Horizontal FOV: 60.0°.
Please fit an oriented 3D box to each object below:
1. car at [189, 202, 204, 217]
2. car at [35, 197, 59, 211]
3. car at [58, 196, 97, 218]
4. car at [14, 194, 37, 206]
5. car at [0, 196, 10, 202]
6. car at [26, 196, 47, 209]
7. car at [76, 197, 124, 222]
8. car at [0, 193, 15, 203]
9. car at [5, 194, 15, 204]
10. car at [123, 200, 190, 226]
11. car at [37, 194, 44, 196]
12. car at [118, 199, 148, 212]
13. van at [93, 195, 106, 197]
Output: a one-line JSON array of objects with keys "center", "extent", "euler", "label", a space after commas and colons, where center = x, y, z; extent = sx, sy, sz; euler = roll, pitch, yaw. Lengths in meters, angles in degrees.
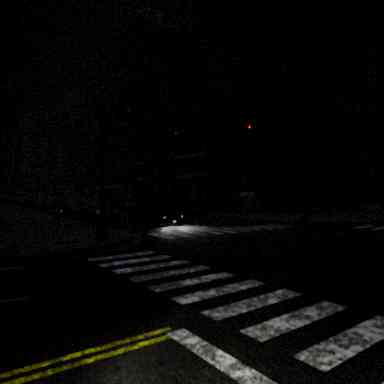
[{"center": [-0.634, 1.573, 30.379], "extent": [1.947, 1.339, 4.313], "euler": [0, 0, -35], "label": "car"}, {"center": [-16.762, 1.559, 39.190], "extent": [1.802, 1.307, 4.206], "euler": [0, 0, -35], "label": "car"}, {"center": [-10.367, 1.417, 30.213], "extent": [1.967, 1.590, 4.097], "euler": [0, 0, -35], "label": "car"}, {"center": [-26.352, 1.425, 52.656], "extent": [1.967, 1.590, 4.097], "euler": [0, 0, -35], "label": "car"}, {"center": [-42.338, 1.593, 75.100], "extent": [1.802, 1.307, 4.206], "euler": [0, 0, -35], "label": "car"}, {"center": [-19.958, 1.529, 43.679], "extent": [2.008, 1.369, 4.403], "euler": [0, 0, -35], "label": "car"}, {"center": [-7.170, 1.418, 25.724], "extent": [1.967, 1.590, 4.097], "euler": [0, 0, -35], "label": "car"}, {"center": [-39.140, 1.551, 70.611], "extent": [1.887, 1.381, 4.507], "euler": [0, 0, -35], "label": "car"}, {"center": [-32.746, 1.546, 61.633], "extent": [2.008, 1.369, 4.403], "euler": [0, 0, -35], "label": "car"}, {"center": [-2.671, 1.536, 23.776], "extent": [2.033, 1.411, 5.357], "euler": [0, 0, -36], "label": "car"}, {"center": [-35.801, 1.480, 79.756], "extent": [1.967, 1.590, 4.097], "euler": [0, 0, -35], "label": "car"}, {"center": [-7.029, 1.586, 39.357], "extent": [1.802, 1.307, 4.206], "euler": [0, 0, -35], "label": "car"}, {"center": [-13.422, 1.348, 48.335], "extent": [1.690, 1.788, 3.998], "euler": [0, 0, -35], "label": "van"}]
